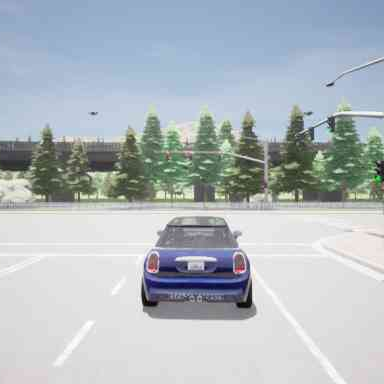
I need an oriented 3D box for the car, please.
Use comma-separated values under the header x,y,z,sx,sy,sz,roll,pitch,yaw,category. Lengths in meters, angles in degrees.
x,y,z,sx,sy,sz,roll,pitch,yaw,category
0.167,1.350,8.102,2.097,1.767,4.553,0,0,3,car
